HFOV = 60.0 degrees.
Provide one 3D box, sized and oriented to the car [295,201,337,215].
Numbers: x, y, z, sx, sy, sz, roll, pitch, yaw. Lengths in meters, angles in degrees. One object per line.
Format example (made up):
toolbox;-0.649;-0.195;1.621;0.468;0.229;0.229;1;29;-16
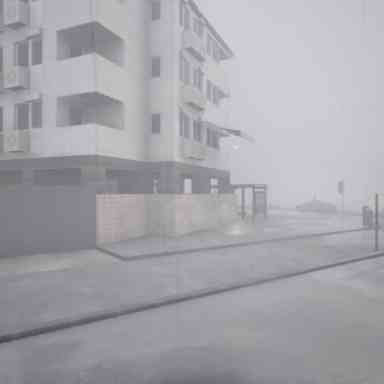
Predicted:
car;12.886;1.582;34.742;1.994;1.385;4.181;0;0;-35

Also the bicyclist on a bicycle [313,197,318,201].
bicyclist on a bicycle;14.652;1.369;39.554;1.656;1.620;0.582;0;0;-35
